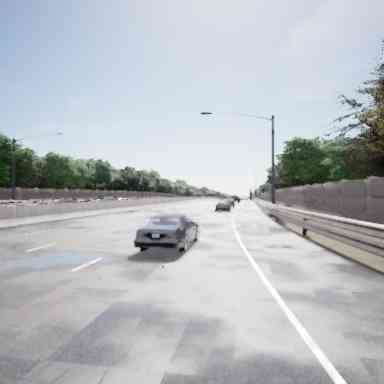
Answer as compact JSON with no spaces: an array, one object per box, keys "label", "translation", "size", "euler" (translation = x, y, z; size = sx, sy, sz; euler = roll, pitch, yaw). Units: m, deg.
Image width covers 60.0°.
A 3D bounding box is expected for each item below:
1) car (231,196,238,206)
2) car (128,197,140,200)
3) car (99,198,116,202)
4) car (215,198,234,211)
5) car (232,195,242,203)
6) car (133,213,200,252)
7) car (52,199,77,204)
[{"label":"car","translation":[6.946,1.934,61.549],"size":[2.128,1.511,4.902],"euler":[0,0,9]},{"label":"car","translation":[-14.430,2.047,82.405],"size":[2.033,1.411,5.357],"euler":[0,0,9]},{"label":"car","translation":[-16.991,1.884,66.964],"size":[1.882,1.535,5.008],"euler":[0,0,9]},{"label":"car","translation":[4.323,1.884,45.739],"size":[1.994,1.385,4.181],"euler":[0,0,9]},{"label":"car","translation":[11.873,1.880,91.255],"size":[2.150,2.045,5.566],"euler":[0,-1,9]},{"label":"car","translation":[-0.894,1.618,14.289],"size":[2.033,1.411,5.357],"euler":[0,0,9]},{"label":"car","translation":[-19.632,1.765,51.357],"size":[1.882,1.535,5.008],"euler":[0,0,10]}]
